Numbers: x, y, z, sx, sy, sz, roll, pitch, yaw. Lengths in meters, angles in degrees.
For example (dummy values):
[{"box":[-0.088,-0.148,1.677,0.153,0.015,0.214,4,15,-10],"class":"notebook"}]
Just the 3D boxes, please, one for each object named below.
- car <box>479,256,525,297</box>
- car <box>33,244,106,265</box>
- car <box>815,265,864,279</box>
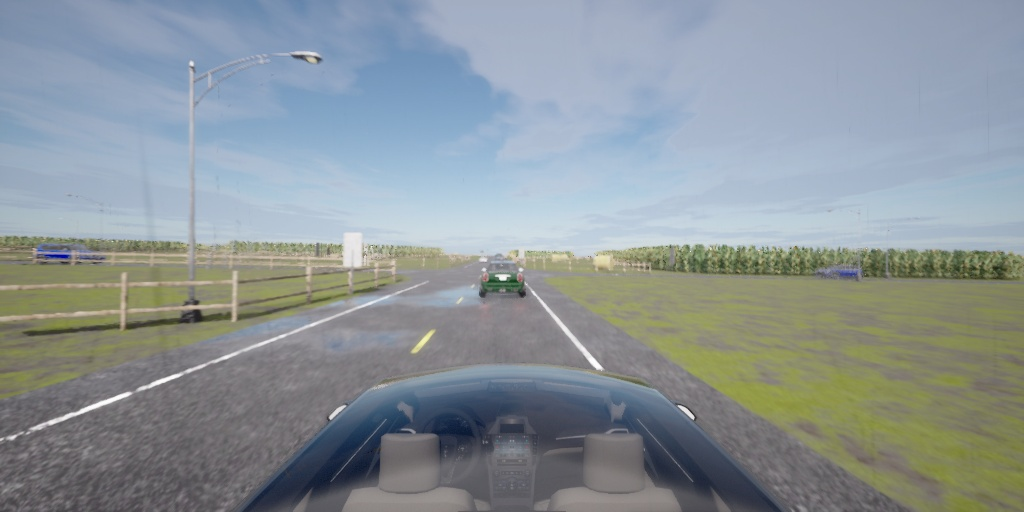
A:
[{"box":[-0.487,1.025,18.493,2.097,1.767,4.553,0,0,-2],"class":"car"},{"box":[-45.042,-0.184,36.582,5.566,2.045,2.150,1,-1,-1],"class":"car"},{"box":[38.951,1.844,42.779,4.553,1.767,2.097,1,-1,-1],"class":"car"}]
